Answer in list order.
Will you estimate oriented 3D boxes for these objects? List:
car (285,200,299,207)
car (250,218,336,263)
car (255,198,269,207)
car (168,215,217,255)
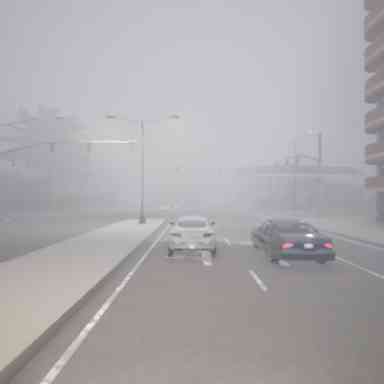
[{"bbox_3d":[18.949,2.178,63.255,1.970,1.475,3.806,0,-1,0],"label":"car"},{"bbox_3d":[3.505,1.692,12.486,2.033,1.411,5.357,0,-1,0],"label":"car"},{"bbox_3d":[13.204,2.008,62.494,2.242,1.667,4.611,0,-1,0],"label":"car"},{"bbox_3d":[0.018,1.684,13.877,1.812,1.442,4.674,0,0,0],"label":"car"}]
